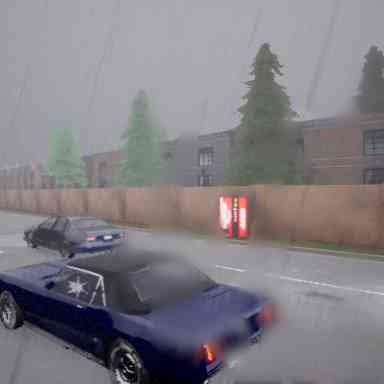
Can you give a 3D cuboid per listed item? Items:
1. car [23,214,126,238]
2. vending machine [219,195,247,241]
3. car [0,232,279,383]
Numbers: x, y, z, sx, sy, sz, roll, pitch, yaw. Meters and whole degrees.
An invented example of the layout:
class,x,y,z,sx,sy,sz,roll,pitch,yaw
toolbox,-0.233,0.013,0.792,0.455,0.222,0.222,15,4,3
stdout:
class,x,y,z,sx,sy,sz,roll,pitch,yaw
car,-4.583,1.547,12.700,5.357,1.411,2.033,0,0,44
vending machine,1.988,1.195,16.009,0.880,2.100,1.100,0,0,42
car,-1.237,1.601,5.149,4.718,1.301,1.895,0,0,38
